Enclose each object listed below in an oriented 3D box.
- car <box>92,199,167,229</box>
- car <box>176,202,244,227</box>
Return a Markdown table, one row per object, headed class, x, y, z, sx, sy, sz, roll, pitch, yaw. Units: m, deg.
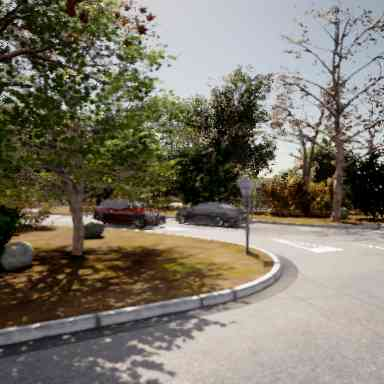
| class | x | y | z | sx | sy | sz | roll | pitch | yaw |
| --- | --- | --- | --- | --- | --- | --- | --- | --- | --- |
| car | -3.821 | 1.212 | 20.422 | 4.553 | 1.767 | 2.097 | 0 | 0 | 25 |
| car | 1.084 | 1.364 | 21.273 | 4.674 | 1.442 | 1.812 | 0 | 0 | 37 |
